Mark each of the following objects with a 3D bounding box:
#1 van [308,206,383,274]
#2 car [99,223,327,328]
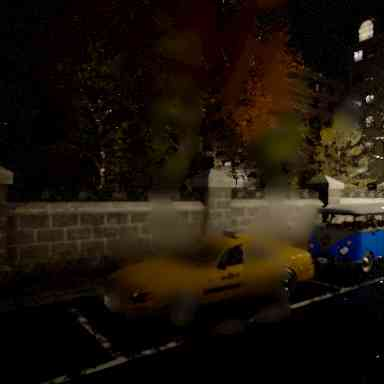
[{"bbox_3d":[5.281,1.334,10.311,3.998,1.788,1.690,0,1,-35],"label":"van"},{"bbox_3d":[0.571,1.522,6.955,4.829,1.417,1.752,0,1,-35],"label":"car"}]
